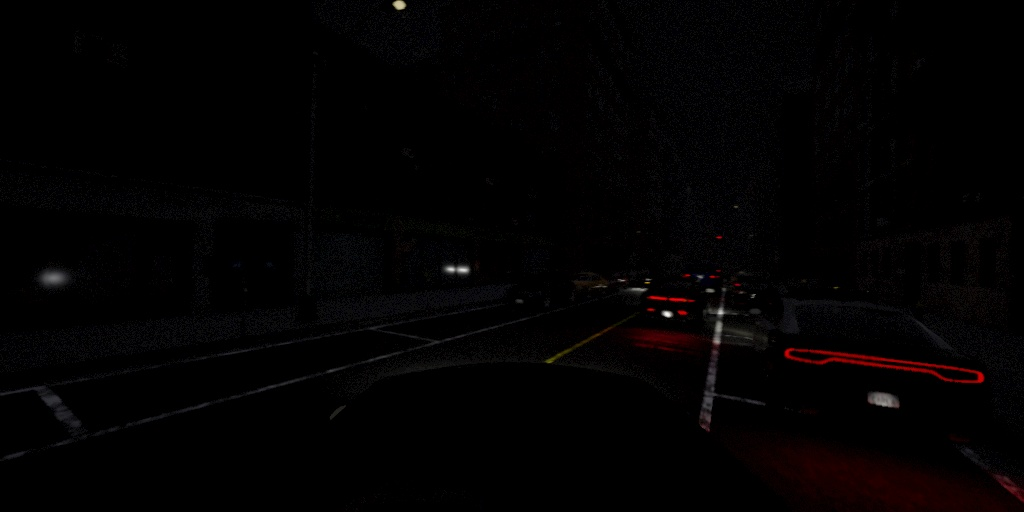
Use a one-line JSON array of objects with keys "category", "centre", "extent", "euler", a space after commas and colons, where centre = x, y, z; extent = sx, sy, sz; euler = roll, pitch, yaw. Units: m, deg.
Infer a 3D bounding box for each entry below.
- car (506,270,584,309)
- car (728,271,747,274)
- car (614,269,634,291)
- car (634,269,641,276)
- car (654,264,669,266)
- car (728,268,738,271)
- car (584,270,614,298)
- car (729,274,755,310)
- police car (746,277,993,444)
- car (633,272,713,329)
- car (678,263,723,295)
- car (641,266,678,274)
[{"category": "car", "centre": [1.410, 1.457, 15.956], "extent": [1.948, 1.339, 4.313], "euler": [0, 0, 31]}, {"category": "car", "centre": [13.857, 1.833, 21.088], "extent": [1.948, 1.339, 4.313], "euler": [0, 0, 31]}, {"category": "car", "centre": [6.986, 1.691, 25.233], "extent": [1.802, 1.307, 4.207], "euler": [0, 0, 31]}, {"category": "car", "centre": [9.775, 1.767, 29.871], "extent": [2.007, 1.370, 4.403], "euler": [0, 0, 31]}, {"category": "car", "centre": [18.140, 1.850, 43.785], "extent": [2.192, 1.841, 5.009], "euler": [0, 0, 31]}, {"category": "car", "centre": [19.521, 2.006, 30.510], "extent": [1.751, 1.417, 4.829], "euler": [0, 0, 31]}, {"category": "car", "centre": [4.110, 1.526, 20.449], "extent": [1.751, 1.417, 4.829], "euler": [0, 0, 31]}, {"category": "car", "centre": [11.068, 1.724, 16.450], "extent": [1.948, 1.339, 4.313], "euler": [0, 0, 31]}, {"category": "police car", "centre": [5.220, 1.348, 5.971], "extent": [1.930, 1.638, 5.238], "euler": [1, 0, 31]}, {"category": "car", "centre": [5.823, 1.492, 12.623], "extent": [1.837, 1.490, 4.892], "euler": [1, 0, 31]}, {"category": "car", "centre": [13.313, 1.502, 25.076], "extent": [2.150, 2.045, 5.566], "euler": [1, 0, 31]}, {"category": "car", "centre": [11.905, 1.770, 28.450], "extent": [1.837, 1.490, 4.892], "euler": [1, -1, 31]}]
